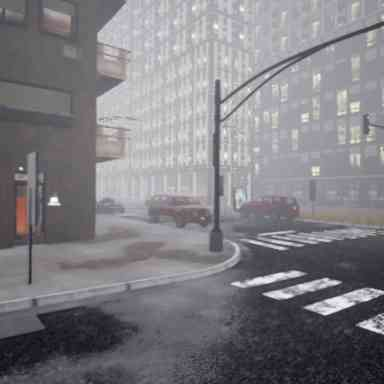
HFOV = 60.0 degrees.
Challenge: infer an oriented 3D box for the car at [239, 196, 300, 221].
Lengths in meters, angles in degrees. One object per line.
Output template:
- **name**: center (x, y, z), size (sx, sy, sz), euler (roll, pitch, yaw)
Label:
- **car**: center (5.881, 1.192, 25.498), size (2.192, 1.841, 5.009), euler (2, 0, -36)

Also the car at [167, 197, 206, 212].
- **car**: center (-0.647, 1.234, 34.474), size (1.947, 1.339, 4.313), euler (2, 0, -36)

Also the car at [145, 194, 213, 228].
- **car**: center (-0.861, 1.102, 20.524), size (2.192, 1.841, 5.009), euler (2, 0, -36)

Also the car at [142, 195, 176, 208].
- **car**: center (-3.907, 1.129, 38.962), size (1.947, 1.339, 4.313), euler (2, 0, -36)

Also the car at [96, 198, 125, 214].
- **car**: center (-7.389, 1.160, 29.498), size (1.802, 1.307, 4.206), euler (2, 0, -36)
